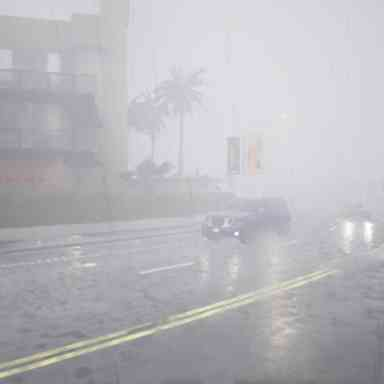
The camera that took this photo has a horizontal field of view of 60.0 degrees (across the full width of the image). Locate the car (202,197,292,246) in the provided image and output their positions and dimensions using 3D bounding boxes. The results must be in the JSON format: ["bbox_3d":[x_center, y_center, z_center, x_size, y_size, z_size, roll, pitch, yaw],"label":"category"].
[{"bbox_3d":[2.872,1.281,16.237,2.150,2.045,5.566,0,0,42],"label":"car"}]

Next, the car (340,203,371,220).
[{"bbox_3d":[14.277,1.668,29.242,1.895,1.301,4.718,0,0,17],"label":"car"}]
